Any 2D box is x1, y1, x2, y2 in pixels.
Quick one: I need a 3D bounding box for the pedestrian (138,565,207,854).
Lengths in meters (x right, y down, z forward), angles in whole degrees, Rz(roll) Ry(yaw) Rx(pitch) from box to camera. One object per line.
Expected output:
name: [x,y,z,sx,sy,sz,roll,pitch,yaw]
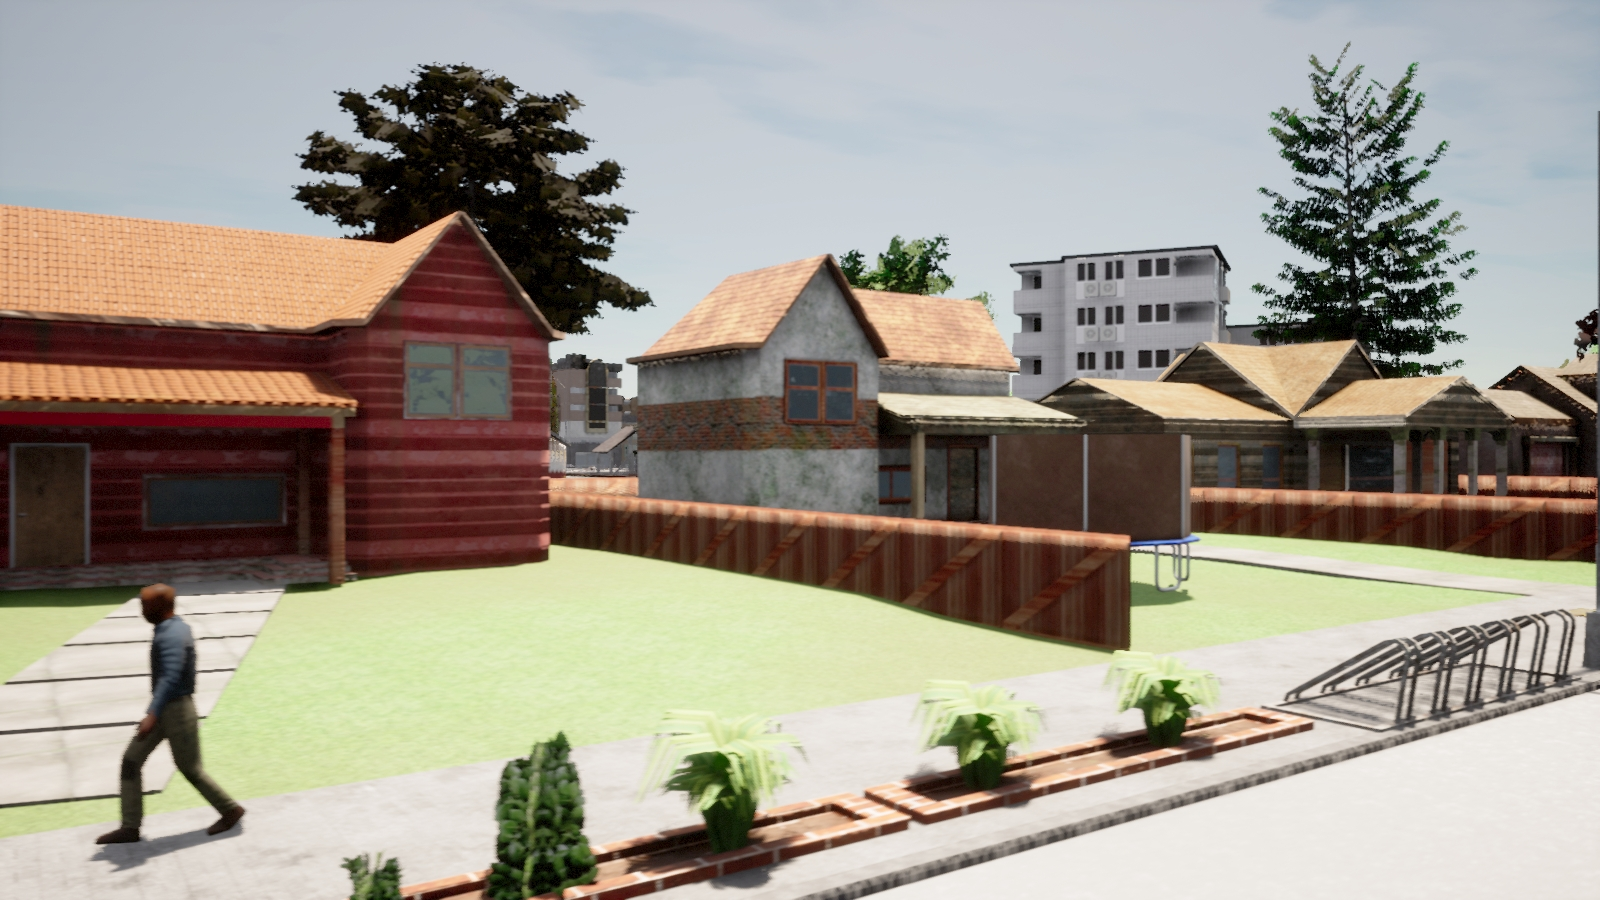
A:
pedestrian: [-4.299,1.744,7.823,0.375,1.860,0.375,0,0,-34]
